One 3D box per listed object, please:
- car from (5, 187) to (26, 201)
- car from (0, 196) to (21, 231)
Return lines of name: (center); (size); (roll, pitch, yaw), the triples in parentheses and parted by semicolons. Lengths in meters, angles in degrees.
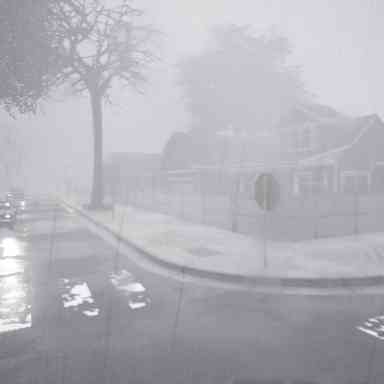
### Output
car: (-21.112, 0.217, 39.934); (1.837, 1.490, 4.892); (-2, 2, -26)
car: (-9.717, 1.117, 16.357); (1.895, 1.301, 4.718); (-2, 2, -26)
